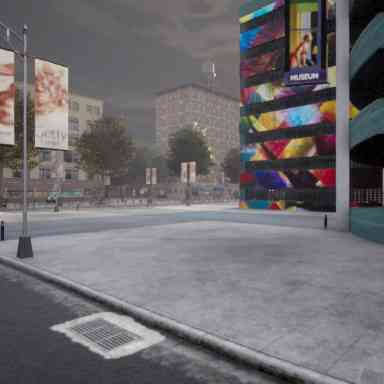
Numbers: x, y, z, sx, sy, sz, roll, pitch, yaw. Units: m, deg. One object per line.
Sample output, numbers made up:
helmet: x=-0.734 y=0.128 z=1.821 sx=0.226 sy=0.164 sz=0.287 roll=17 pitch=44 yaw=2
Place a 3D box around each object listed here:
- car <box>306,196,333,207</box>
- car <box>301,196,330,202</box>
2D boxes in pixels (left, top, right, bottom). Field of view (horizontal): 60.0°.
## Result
car: x=19.579 y=1.413 z=51.052 sx=2.161 sy=1.482 sz=4.786 roll=0 pitch=0 yaw=43
car: x=14.255 y=1.320 z=39.330 sx=2.002 sy=1.452 sz=4.674 roll=0 pitch=0 yaw=43
